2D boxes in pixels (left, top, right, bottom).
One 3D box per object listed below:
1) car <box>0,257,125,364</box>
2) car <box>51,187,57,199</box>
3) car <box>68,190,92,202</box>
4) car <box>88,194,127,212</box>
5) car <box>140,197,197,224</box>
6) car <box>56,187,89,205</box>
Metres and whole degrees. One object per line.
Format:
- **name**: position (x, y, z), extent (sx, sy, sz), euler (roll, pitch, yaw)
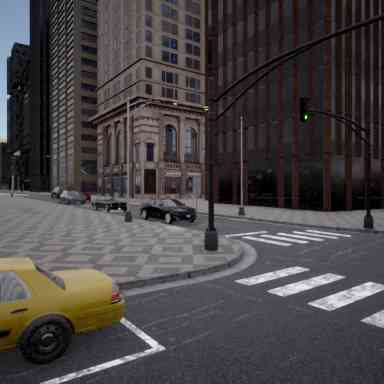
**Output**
- **car**: position (-3.317, 1.525, 4.283), extent (4.829, 1.417, 1.752), euler (0, 0, -35)
- **car**: position (-21.984, 0.133, 55.718), extent (2.150, 2.045, 5.566), euler (0, 1, -36)
- **car**: position (-16.019, 0.575, 47.460), extent (1.882, 1.535, 5.008), euler (0, 1, -35)
- **car**: position (-7.451, 1.059, 30.084), extent (1.895, 1.301, 4.718), euler (0, 1, -36)
- **car**: position (-1.661, 1.128, 21.996), extent (1.882, 1.535, 5.008), euler (0, 1, -36)
- **car**: position (-14.180, 0.590, 39.509), extent (2.097, 1.767, 4.553), euler (0, 1, -35)
